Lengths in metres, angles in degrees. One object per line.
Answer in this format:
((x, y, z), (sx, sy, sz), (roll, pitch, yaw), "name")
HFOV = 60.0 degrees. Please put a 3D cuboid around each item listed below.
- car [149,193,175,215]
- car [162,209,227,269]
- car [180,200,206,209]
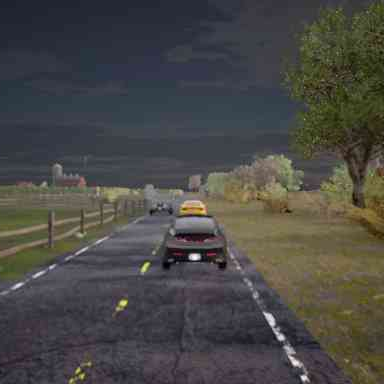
((-2.846, 1.134, 32.427), (2.150, 2.045, 5.566), (0, 0, 0), "car")
((0.079, 1.468, 10.974), (1.837, 1.490, 4.892), (0, -1, 0), "car")
((0.073, 1.405, 26.448), (1.882, 1.535, 5.008), (0, 0, 0), "car")
